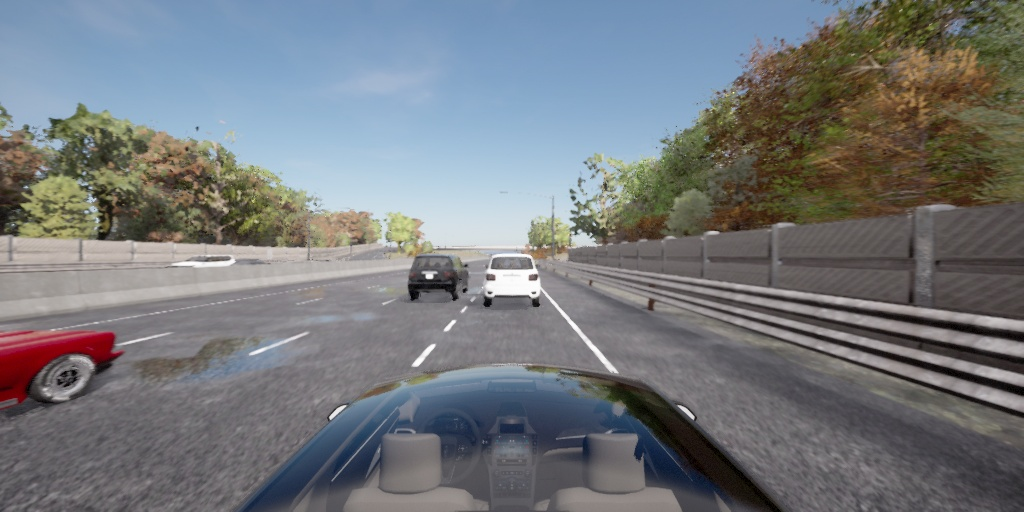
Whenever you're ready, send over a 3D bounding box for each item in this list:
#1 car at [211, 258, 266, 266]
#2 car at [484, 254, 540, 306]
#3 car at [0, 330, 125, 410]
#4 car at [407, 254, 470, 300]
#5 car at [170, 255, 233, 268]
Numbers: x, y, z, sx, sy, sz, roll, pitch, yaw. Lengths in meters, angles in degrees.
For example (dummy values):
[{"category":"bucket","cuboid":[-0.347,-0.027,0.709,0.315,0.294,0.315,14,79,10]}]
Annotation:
[{"category":"car","cuboid":[-24.565,1.160,33.199,1.882,1.535,5.008,0,0,0]},{"category":"car","cuboid":[-0.002,0.934,15.538,2.150,2.045,5.566,0,0,0]},{"category":"car","cuboid":[-6.898,1.346,3.332,1.895,1.301,4.718,0,0,0]},{"category":"car","cuboid":[-3.403,0.929,17.467,2.150,2.045,5.566,0,0,0]},{"category":"car","cuboid":[-28.059,0.904,32.871,2.150,2.045,5.566,0,0,1]}]
